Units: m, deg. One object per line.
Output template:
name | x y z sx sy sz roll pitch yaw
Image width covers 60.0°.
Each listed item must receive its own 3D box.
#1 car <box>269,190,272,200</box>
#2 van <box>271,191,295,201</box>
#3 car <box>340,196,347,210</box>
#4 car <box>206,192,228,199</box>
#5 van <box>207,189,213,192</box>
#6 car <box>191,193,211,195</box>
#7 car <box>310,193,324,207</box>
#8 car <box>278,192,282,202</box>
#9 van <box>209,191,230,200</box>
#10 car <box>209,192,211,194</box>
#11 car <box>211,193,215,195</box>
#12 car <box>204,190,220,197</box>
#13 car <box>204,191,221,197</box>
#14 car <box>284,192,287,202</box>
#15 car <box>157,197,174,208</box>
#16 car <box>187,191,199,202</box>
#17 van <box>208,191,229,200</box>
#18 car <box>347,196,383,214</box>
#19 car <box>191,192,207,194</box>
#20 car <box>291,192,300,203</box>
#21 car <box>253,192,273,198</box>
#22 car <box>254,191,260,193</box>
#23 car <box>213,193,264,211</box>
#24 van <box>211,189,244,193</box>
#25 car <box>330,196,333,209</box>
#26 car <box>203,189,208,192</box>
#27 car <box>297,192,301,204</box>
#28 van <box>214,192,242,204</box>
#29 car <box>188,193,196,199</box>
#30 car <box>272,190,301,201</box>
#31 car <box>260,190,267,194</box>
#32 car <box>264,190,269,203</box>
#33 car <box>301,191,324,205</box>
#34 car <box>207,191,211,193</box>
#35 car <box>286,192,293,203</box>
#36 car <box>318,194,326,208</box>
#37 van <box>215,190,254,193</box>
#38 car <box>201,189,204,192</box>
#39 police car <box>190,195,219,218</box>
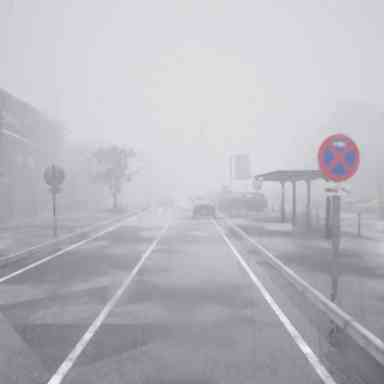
car | 18.804 0.779 66.110 5.566 2.045 2.435 0 1 0
van | 18.889 0.761 68.886 4.442 1.987 1.878 0 1 0
car | 18.847 1.362 35.576 4.792 1.488 2.163 0 0 0
car | 5.675 0.863 76.717 4.892 1.521 2.231 0 1 0
van | 5.813 0.813 65.503 4.442 1.987 1.878 0 1 0
car | 0.975 1.272 38.956 1.801 1.575 5.366 0 0 0
car | 18.811 1.265 43.903 5.008 1.535 2.097 0 0 0
car | 18.812 1.136 60.563 4.792 1.488 2.163 0 1 0
van | 5.806 0.725 71.107 4.442 1.987 1.878 0 1 0
car | 5.738 1.178 57.088 4.792 1.488 2.163 0 1 0
car | 5.715 1.226 48.676 5.008 1.535 2.097 0 0 0
car | 5.627 0.470 93.532 4.553 1.767 2.185 0 1 0
car | 5.631 0.514 90.729 4.553 1.767 2.185 0 1 0
car | 18.758 1.172 57.780 4.792 1.488 2.163 0 1 0
car | -3.336 1.346 42.638 1.994 1.385 4.181 0 1 0
car | 0.000 1.101 63.586 2.033 1.411 5.357 0 1 0
van | 5.802 0.680 73.910 4.442 1.987 1.878 0 1 0
car | 18.636 1.351 32.801 5.366 1.575 1.946 0 0 0
car | 0.975 1.216 44.964 1.801 1.575 5.366 0 1 0
car | 18.789 1.197 52.230 5.008 1.535 2.097 0 1 0
car | 18.751 0.680 88.318 4.892 1.521 2.231 0 1 0
car | 18.564 0.720 85.541 5.366 1.575 1.946 0 1 0
car | 5.546 1.291 40.267 5.366 1.575 1.946 0 0 0
van | 5.599 0.977 51.481 4.442 1.987 1.878 0 0 0
car | 18.820 1.311 38.351 4.892 1.521 2.231 0 0 0
car | 5.665 0.744 68.303 5.566 2.045 2.435 0 1 0
car | 18.793 1.222 49.453 4.892 1.521 2.231 0 0 0
van | 5.829 0.950 54.283 4.442 1.987 1.878 0 1 0
car | -0.001 0.864 78.608 1.994 1.385 4.181 0 1 0
car | 18.751 0.818 63.333 5.566 2.045 2.435 0 1 0
car | 18.793 0.647 74.436 5.566 2.045 2.435 0 1 0
car | 18.954 0.940 71.664 5.366 1.575 1.946 0 1 0
car | 18.774 0.992 46.676 5.566 2.045 2.435 0 0 0
car | 5.707 1.078 62.699 4.892 1.521 2.231 0 1 0
car | 18.975 1.167 55.008 5.366 1.575 1.946 0 1 0
car | 18.815 1.288 41.127 5.008 1.535 2.097 0 0 0
van | 5.841 1.023 45.871 4.442 1.987 1.878 0 0 0
car | 5.641 0.477 85.121 5.566 2.045 2.435 0 1 0
police car | 0.975 1.325 28.863 1.930 1.638 5.238 0 0 0
